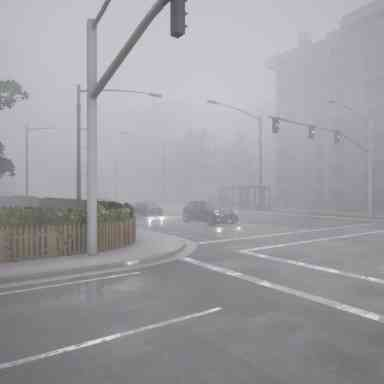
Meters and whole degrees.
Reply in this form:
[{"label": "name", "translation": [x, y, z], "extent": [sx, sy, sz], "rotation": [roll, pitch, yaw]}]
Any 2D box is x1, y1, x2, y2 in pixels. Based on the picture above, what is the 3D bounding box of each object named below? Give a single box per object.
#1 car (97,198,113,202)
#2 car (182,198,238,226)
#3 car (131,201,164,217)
[{"label": "car", "translation": [-10.888, 1.504, 41.287], "extent": [1.837, 1.490, 4.892], "rotation": [0, 0, -34]}, {"label": "car", "translation": [1.223, 1.352, 23.747], "extent": [2.097, 1.767, 4.553], "rotation": [0, 0, -35]}, {"label": "car", "translation": [-4.444, 1.564, 31.929], "extent": [1.994, 1.385, 4.181], "rotation": [0, 0, -35]}]
